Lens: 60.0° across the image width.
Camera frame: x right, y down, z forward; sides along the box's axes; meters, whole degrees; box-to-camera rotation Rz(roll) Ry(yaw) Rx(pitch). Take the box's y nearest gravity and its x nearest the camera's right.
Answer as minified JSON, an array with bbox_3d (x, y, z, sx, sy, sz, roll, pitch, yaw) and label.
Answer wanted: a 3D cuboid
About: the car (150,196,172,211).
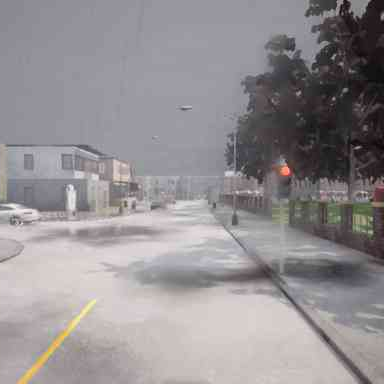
[{"bbox_3d":[-4.062,1.547,42.011,2.033,1.411,5.357,0,0,0],"label":"car"}]

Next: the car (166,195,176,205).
[{"bbox_3d":[-4.021,1.352,59.743,2.097,1.767,4.553,0,0,0],"label":"car"}]

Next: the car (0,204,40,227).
[{"bbox_3d":[-12.752,1.526,22.434,4.674,1.442,1.812,0,0,1],"label":"car"}]
